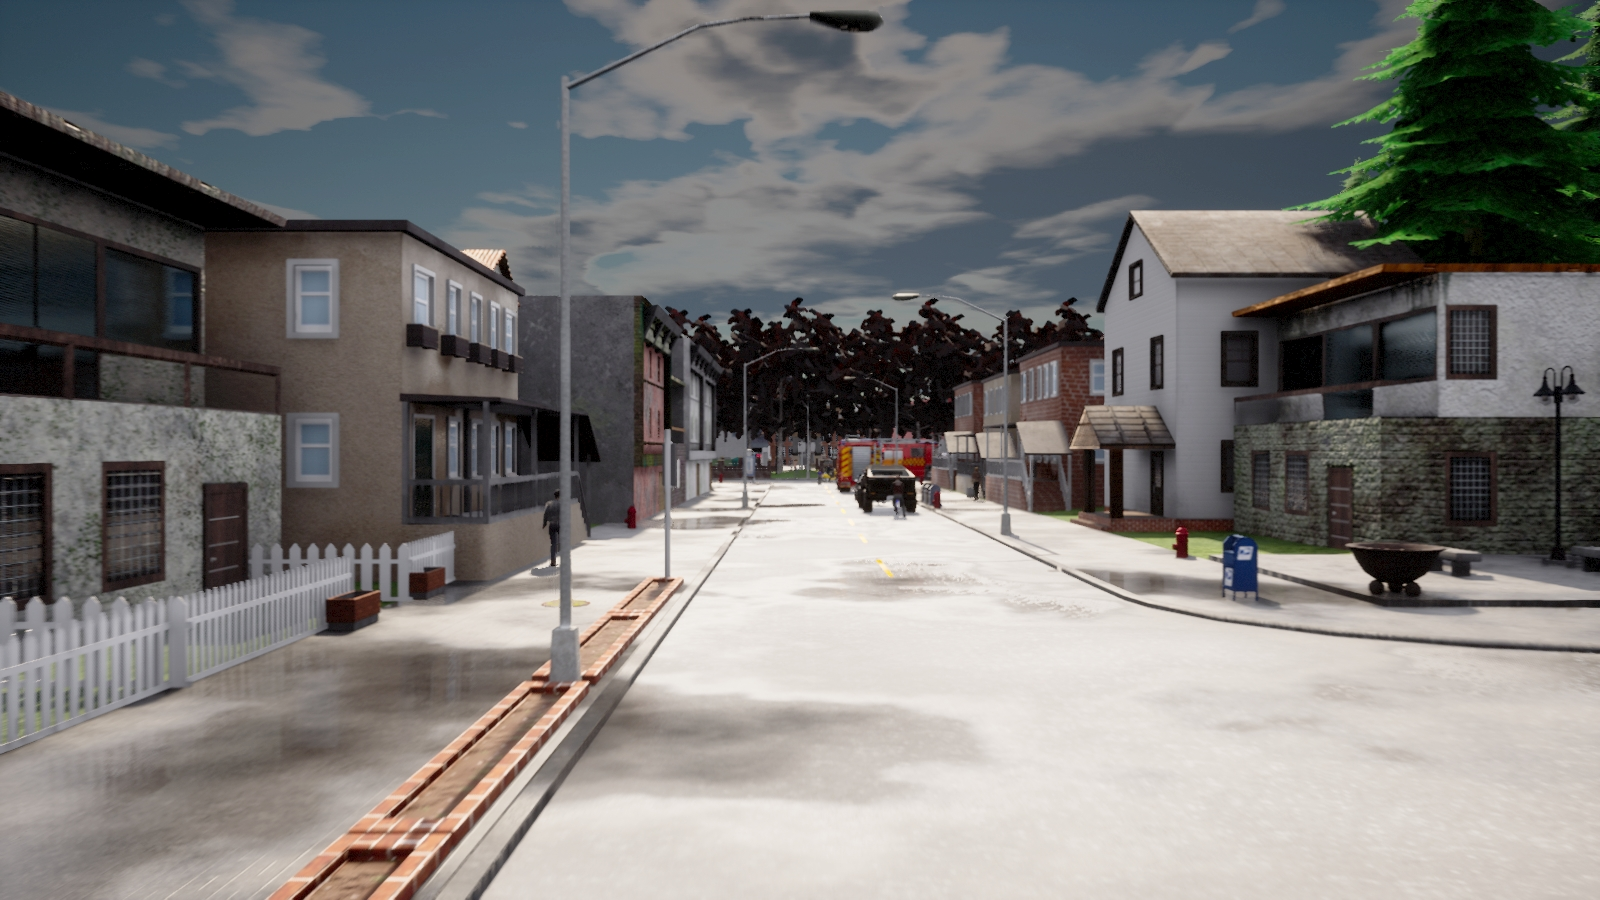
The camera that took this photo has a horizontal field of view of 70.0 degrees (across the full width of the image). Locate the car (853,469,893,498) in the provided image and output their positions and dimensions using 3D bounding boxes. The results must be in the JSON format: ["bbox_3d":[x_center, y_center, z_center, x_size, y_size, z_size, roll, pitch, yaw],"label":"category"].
[{"bbox_3d":[4.007,1.844,63.414,1.970,1.475,3.806,0,0,0],"label":"car"}]

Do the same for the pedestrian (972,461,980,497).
[{"bbox_3d":[9.200,1.524,59.772,0.375,1.860,0.375,0,0,2],"label":"pedestrian"}]

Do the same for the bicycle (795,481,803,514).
[{"bbox_3d":[-0.043,1.940,46.973,0.329,1.271,1.835,0,0,0],"label":"bicycle"}]

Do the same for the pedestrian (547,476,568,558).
[{"bbox_3d":[-5.561,1.523,26.230,0.375,1.860,0.375,0,0,4],"label":"pedestrian"}]

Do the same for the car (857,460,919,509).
[{"bbox_3d":[4.005,1.533,53.019,2.390,2.098,6.274,0,0,0],"label":"car"}]
